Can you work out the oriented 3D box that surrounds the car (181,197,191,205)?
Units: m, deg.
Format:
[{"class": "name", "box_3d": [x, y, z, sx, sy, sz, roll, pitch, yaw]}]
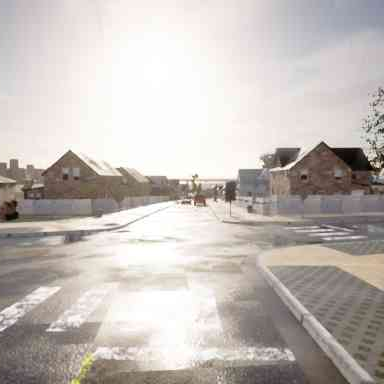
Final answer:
[{"class": "car", "box_3d": [-1.086, 1.776, 66.160, 2.033, 1.411, 5.357, 0, 0, 3]}]

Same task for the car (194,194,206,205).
[{"class": "car", "box_3d": [1.476, 1.424, 61.890, 2.150, 2.045, 5.566, 0, 0, 3]}]
